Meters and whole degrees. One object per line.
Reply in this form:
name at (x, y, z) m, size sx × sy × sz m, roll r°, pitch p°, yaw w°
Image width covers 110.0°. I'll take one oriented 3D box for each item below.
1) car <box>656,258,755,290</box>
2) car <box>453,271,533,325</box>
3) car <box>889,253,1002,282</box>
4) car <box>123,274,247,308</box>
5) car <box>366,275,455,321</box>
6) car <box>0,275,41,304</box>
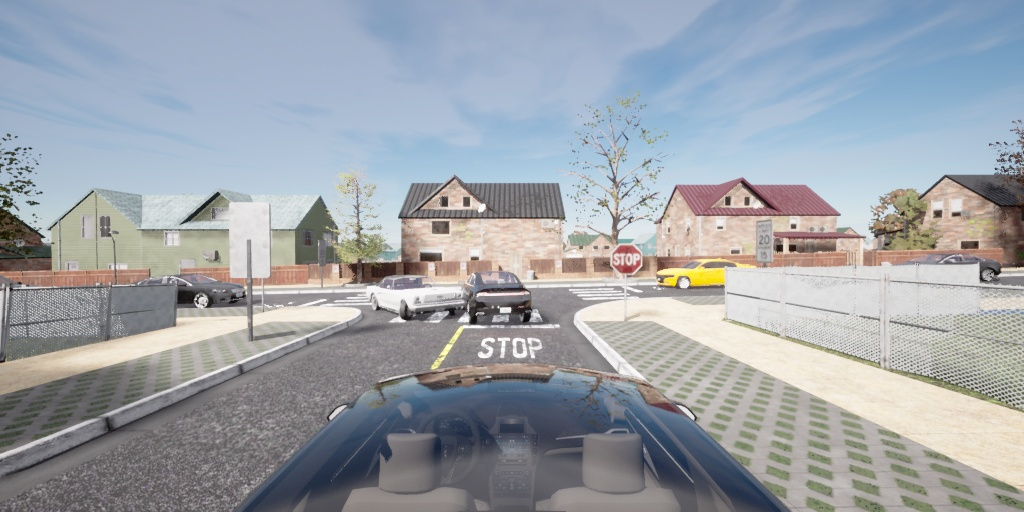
car at (10.388, 0.912, 19.347) m, size 5.008 × 1.535 × 1.882 m, roll -2°, pitch 1°, yaw -1°
car at (-0.678, 1.242, 11.983) m, size 2.128 × 1.511 × 4.902 m, roll 0°, pitch 0°, yaw -12°
car at (23.239, 0.623, 19.427) m, size 4.902 × 1.511 × 2.128 m, roll -1°, pitch 1°, yaw 0°
car at (-14.892, 1.566, 16.347) m, size 4.902 × 1.511 × 2.128 m, roll -1°, pitch 1°, yaw 0°
car at (-3.595, 1.368, 12.844) m, size 1.895 × 1.301 × 4.718 m, roll 0°, pitch 0°, yaw -38°
car at (-24.230, 1.648, 16.312) m, size 4.553 × 1.767 × 2.097 m, roll -1°, pitch 1°, yaw 0°
